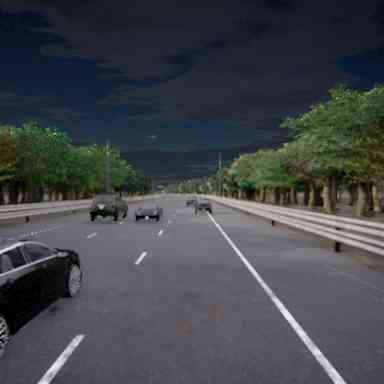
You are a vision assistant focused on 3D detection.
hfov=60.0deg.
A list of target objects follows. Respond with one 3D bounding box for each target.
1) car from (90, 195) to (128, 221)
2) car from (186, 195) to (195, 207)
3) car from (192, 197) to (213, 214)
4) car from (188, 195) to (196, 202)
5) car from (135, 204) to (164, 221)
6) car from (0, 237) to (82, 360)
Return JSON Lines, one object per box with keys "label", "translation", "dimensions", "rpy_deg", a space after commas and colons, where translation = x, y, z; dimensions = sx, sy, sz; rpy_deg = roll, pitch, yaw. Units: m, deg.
{"label": "car", "translation": [-6.902, 1.276, 28.037], "dimensions": [2.150, 2.045, 5.566], "rpy_deg": [0, 0, 0]}
{"label": "car", "translation": [-0.003, 1.610, 55.113], "dimensions": [1.837, 1.490, 4.892], "rpy_deg": [0, 0, 0]}
{"label": "car", "translation": [1.222, 1.576, 36.628], "dimensions": [1.837, 1.490, 4.892], "rpy_deg": [0, 0, 0]}
{"label": "car", "translation": [-0.006, 1.458, 73.731], "dimensions": [1.837, 1.490, 4.892], "rpy_deg": [0, 0, 0]}
{"label": "car", "translation": [-3.402, 1.654, 27.292], "dimensions": [1.895, 1.301, 4.718], "rpy_deg": [0, 0, 0]}
{"label": "car", "translation": [-3.400, 1.504, 5.623], "dimensions": [2.128, 1.511, 4.902], "rpy_deg": [0, 0, 0]}
